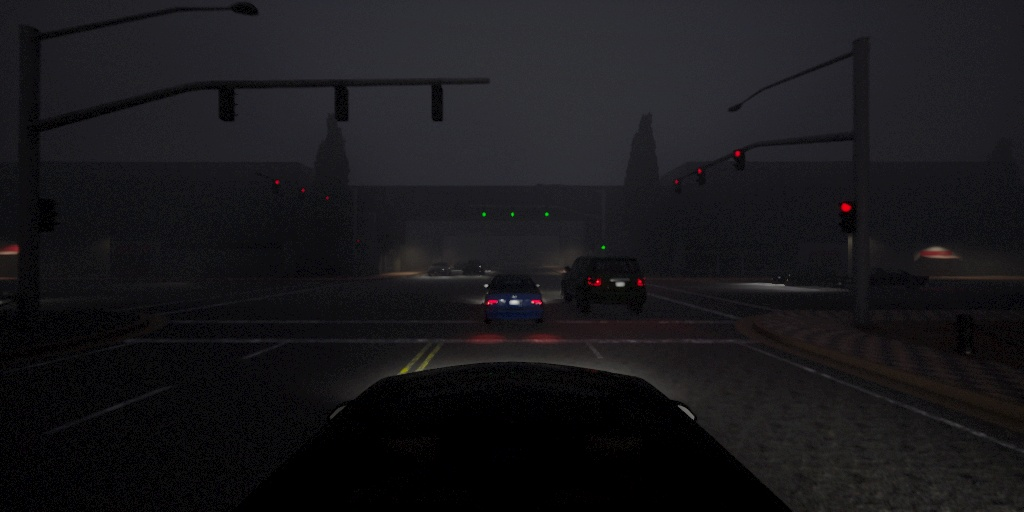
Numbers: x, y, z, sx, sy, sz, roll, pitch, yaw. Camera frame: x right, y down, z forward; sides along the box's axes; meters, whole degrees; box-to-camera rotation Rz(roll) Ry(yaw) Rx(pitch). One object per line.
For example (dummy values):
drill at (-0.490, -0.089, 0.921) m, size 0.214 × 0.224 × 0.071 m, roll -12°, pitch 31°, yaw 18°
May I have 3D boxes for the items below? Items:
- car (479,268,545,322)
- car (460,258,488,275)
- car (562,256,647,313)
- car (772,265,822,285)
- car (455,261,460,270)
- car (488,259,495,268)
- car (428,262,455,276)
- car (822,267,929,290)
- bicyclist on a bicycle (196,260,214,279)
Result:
car at (0.007, 1.321, 12.305) m, size 2.033 × 1.411 × 5.357 m, roll 0°, pitch 0°, yaw -1°
car at (-4.241, 1.186, 40.331) m, size 2.097 × 1.767 × 4.553 m, roll 0°, pitch 0°, yaw 0°
car at (3.447, 1.002, 14.360) m, size 2.150 × 2.045 × 5.566 m, roll 0°, pitch 0°, yaw -2°
car at (21.208, 1.365, 25.775) m, size 4.181 × 1.385 × 1.994 m, roll 0°, pitch 0°, yaw 0°
car at (-7.618, 1.430, 54.758) m, size 1.994 × 1.385 × 4.181 m, roll 0°, pitch 0°, yaw 1°
car at (-4.126, 1.356, 54.411) m, size 2.128 × 1.511 × 4.902 m, roll 0°, pitch 0°, yaw 1°
car at (-7.754, 1.357, 38.773) m, size 1.812 × 1.442 × 4.674 m, roll 0°, pitch 0°, yaw 1°
car at (22.579, 1.394, 22.271) m, size 4.718 × 1.301 × 1.895 m, roll 0°, pitch 0°, yaw 0°
bicyclist on a bicycle at (-25.768, 1.116, 30.128) m, size 0.582 × 1.620 × 1.656 m, roll 0°, pitch 0°, yaw 2°
